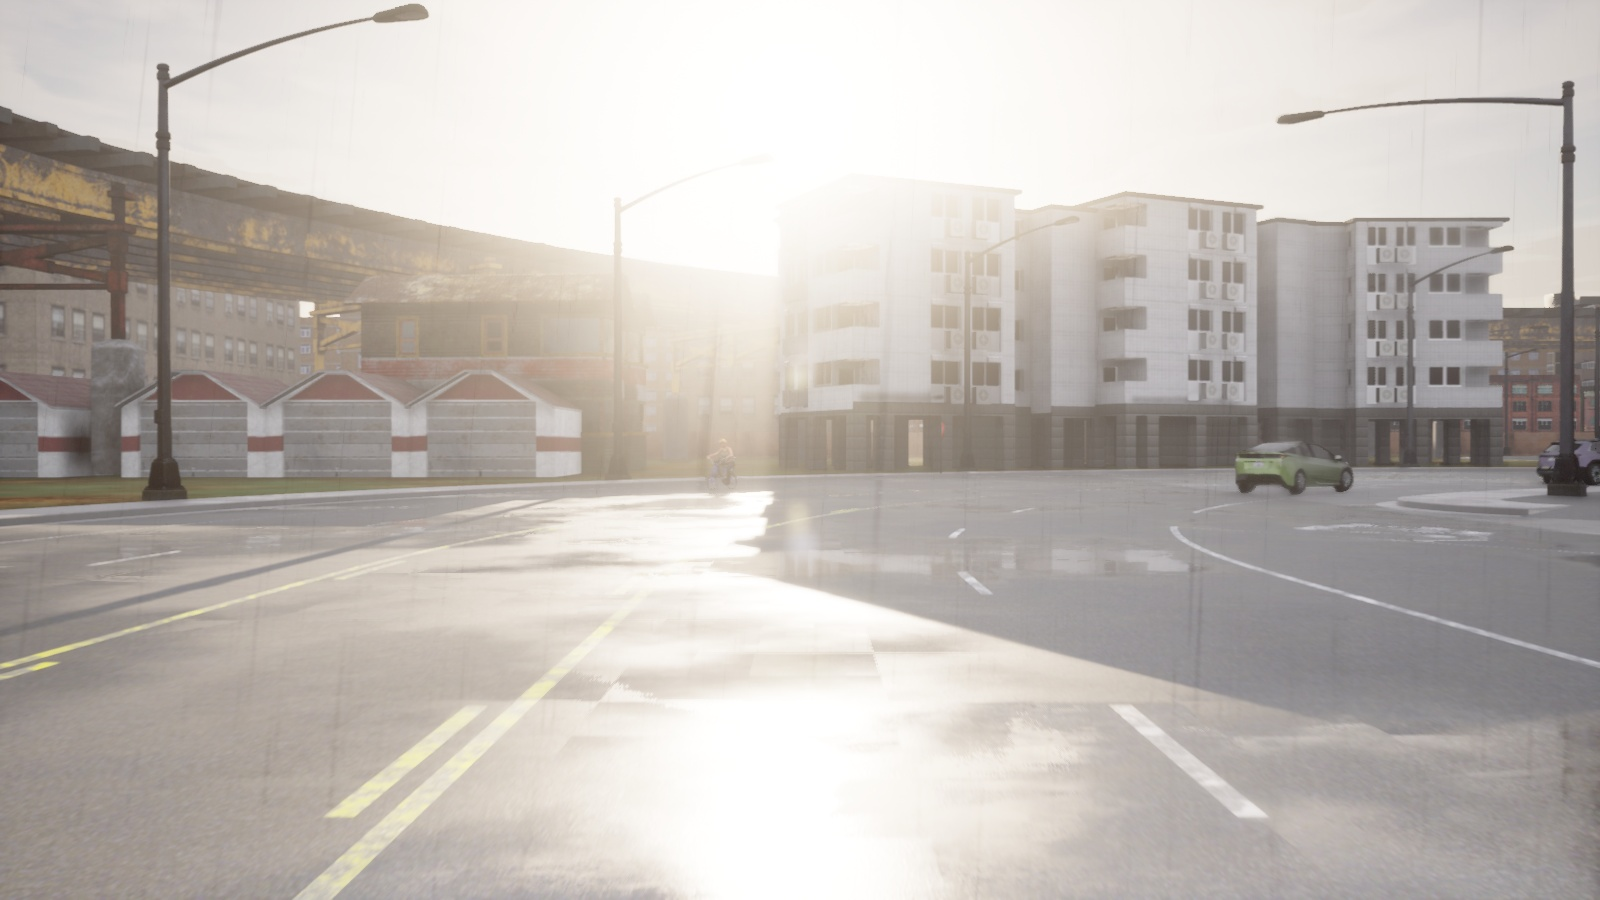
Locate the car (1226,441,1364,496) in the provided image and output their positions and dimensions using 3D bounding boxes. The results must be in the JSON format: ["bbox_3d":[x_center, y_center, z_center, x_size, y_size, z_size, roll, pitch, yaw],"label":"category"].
[{"bbox_3d":[14.704,0.496,37.189,4.514,1.525,2.007,0,0,-42],"label":"car"}]

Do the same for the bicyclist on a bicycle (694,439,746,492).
[{"bbox_3d":[-2.478,0.462,38.934,0.866,1.612,1.509,1,1,35],"label":"bicyclist on a bicycle"}]

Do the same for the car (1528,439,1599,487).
[{"bbox_3d":[28.670,0.448,44.713,4.856,1.649,2.033,0,0,-18],"label":"car"}]
